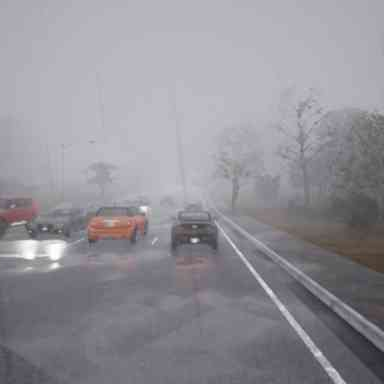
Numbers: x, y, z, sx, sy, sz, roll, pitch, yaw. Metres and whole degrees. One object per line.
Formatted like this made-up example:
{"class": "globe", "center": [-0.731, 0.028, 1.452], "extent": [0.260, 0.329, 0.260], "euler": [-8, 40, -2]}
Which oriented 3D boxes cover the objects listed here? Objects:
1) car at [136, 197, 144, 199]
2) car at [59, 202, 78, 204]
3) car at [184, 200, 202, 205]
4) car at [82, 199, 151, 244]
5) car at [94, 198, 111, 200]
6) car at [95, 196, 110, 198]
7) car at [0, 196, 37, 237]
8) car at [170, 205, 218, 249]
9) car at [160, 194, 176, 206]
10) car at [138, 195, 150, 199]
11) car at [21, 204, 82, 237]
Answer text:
{"class": "car", "center": [-7.024, 1.569, 36.975], "extent": [1.994, 1.385, 4.181], "euler": [0, 1, 1]}
{"class": "car", "center": [-10.575, 1.574, 28.180], "extent": [1.812, 1.442, 4.674], "euler": [0, 0, 0]}
{"class": "car", "center": [0.102, 1.550, 35.986], "extent": [1.812, 1.442, 4.674], "euler": [0, 1, 0]}
{"class": "car", "center": [-3.393, 1.380, 16.049], "extent": [2.097, 1.767, 4.553], "euler": [0, 0, 0]}
{"class": "car", "center": [-7.078, 1.524, 27.047], "extent": [1.882, 1.535, 5.008], "euler": [0, 0, 0]}
{"class": "car", "center": [-10.509, 1.324, 38.435], "extent": [2.097, 1.767, 4.553], "euler": [0, 1, 1]}
{"class": "car", "center": [-10.591, 1.254, 18.442], "extent": [2.150, 2.045, 5.566], "euler": [0, 0, 0]}
{"class": "car", "center": [0.106, 1.530, 14.669], "extent": [1.837, 1.490, 4.892], "euler": [0, 0, 0]}
{"class": "car", "center": [-3.480, 1.110, 47.492], "extent": [1.837, 1.490, 4.892], "euler": [0, 3, 0]}
{"class": "car", "center": [-7.008, 1.193, 47.001], "extent": [1.994, 1.385, 4.181], "euler": [0, 3, 1]}
{"class": "car", "center": [-7.094, 1.595, 18.005], "extent": [1.994, 1.385, 4.181], "euler": [0, 0, 0]}
